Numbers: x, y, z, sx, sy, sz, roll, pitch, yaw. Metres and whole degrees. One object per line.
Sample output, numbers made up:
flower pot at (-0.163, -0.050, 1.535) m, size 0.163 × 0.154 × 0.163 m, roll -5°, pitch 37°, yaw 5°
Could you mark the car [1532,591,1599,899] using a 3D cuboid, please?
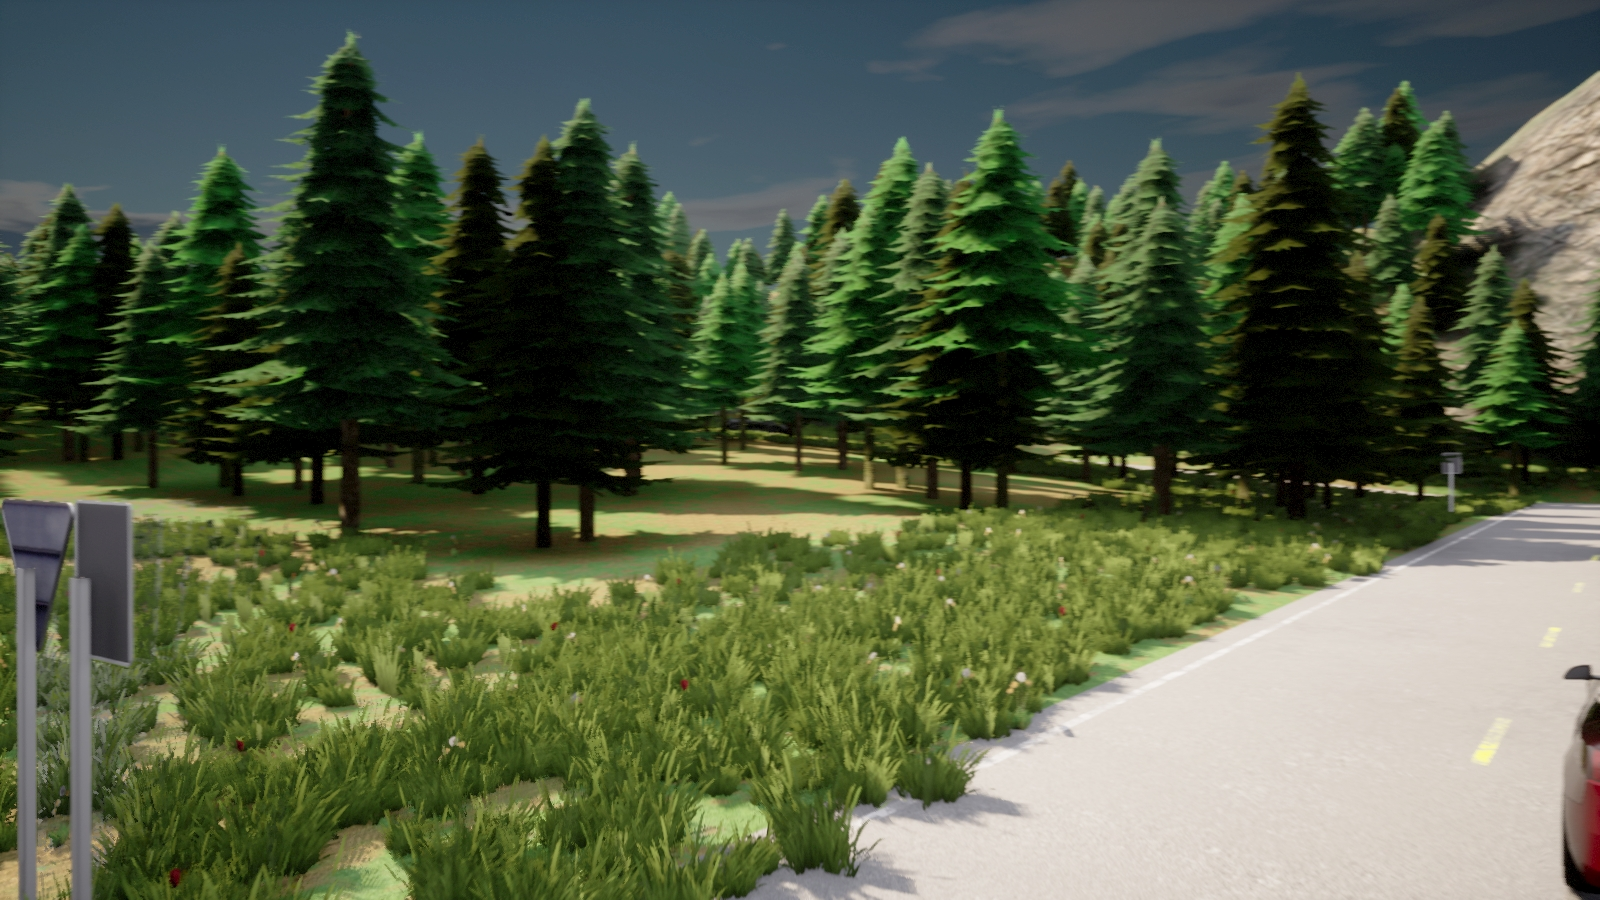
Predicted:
car at (6.503, 2.023, 7.803) m, size 2.163 × 1.488 × 4.792 m, roll 0°, pitch 0°, yaw 37°
